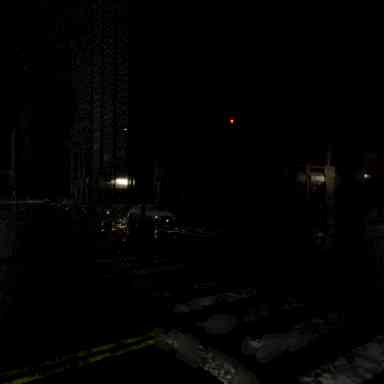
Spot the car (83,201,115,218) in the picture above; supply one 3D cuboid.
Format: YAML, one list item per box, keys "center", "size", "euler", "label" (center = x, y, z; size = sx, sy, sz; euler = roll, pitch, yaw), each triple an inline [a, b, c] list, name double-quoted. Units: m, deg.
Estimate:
- center: [-8.999, 1.616, 32.080]
  size: [2.128, 1.511, 4.902]
  euler: [1, -1, -35]
  label: "car"

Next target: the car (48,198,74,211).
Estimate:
- center: [-16.849, 1.787, 43.163]
  size: [1.895, 1.301, 4.718]
  euler: [1, -1, -35]
  label: "car"

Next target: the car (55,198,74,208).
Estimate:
- center: [-20.771, 1.790, 54.200]
  size: [1.812, 1.442, 4.674]
  euler: [1, -1, -35]
  label: "car"

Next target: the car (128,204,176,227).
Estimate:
- center: [-2.973, 1.603, 23.604]
  size: [1.812, 1.442, 4.674]
  euler: [1, -1, -36]
  label: "car"

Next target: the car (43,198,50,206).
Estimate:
- center: [-26.568, 1.803, 62.371]
  size: [2.128, 1.511, 4.902]
  euler: [1, -1, -36]
  label: "car"
